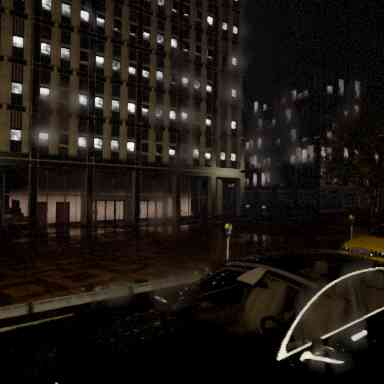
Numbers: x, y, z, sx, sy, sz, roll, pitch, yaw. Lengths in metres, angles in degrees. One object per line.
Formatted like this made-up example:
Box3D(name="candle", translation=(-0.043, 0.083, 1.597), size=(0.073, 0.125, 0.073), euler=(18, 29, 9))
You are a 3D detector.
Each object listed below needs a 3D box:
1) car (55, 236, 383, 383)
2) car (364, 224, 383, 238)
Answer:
Box3D(name="car", translation=(1.056, 1.506, 3.737), size=(4.892, 1.490, 1.837), euler=(0, 0, -35))
Box3D(name="car", translation=(6.608, 1.533, 10.489), size=(4.829, 1.417, 1.752), euler=(0, 1, -34))
